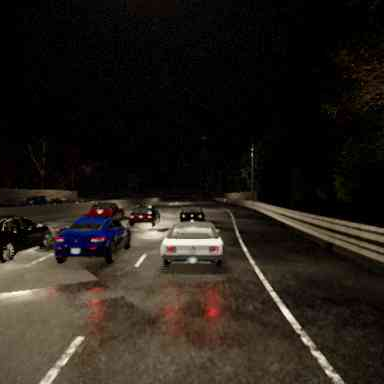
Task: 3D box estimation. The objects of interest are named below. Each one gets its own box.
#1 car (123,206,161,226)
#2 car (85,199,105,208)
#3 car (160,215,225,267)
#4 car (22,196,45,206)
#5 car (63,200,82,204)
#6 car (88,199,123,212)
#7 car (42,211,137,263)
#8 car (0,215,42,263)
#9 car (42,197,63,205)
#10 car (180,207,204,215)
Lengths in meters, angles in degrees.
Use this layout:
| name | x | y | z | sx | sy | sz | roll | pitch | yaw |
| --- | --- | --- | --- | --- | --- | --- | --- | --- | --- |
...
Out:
| name | x | y | z | sx | sy | sz | roll | pitch | yaw |
| --- | --- | --- | --- | --- | --- | --- | --- | --- | --- |
| car | -3.485 | 1.762 | 25.246 | 2.033 | 1.411 | 5.357 | 0 | 0 | 1 |
| car | -17.557 | 2.034 | 60.319 | 2.128 | 1.511 | 4.902 | 0 | -1 | 1 |
| car | 0.035 | 1.699 | 11.798 | 1.895 | 1.301 | 4.718 | 0 | 0 | 0 |
| car | -28.042 | 1.754 | 59.516 | 2.150 | 2.045 | 5.566 | 0 | -1 | 0 |
| car | -21.044 | 2.138 | 60.071 | 1.895 | 1.301 | 4.718 | 0 | -1 | 0 |
| car | -6.968 | 1.583 | 27.320 | 2.097 | 1.767 | 4.553 | 0 | -1 | 0 |
| car | -3.461 | 1.629 | 12.237 | 1.812 | 1.442 | 4.674 | 0 | -1 | 0 |
| car | -6.960 | 1.609 | 12.419 | 1.837 | 1.490 | 4.892 | 0 | 0 | 0 |
| car | -24.547 | 2.039 | 60.005 | 1.837 | 1.490 | 4.892 | 0 | 0 | 1 |
| car | 0.027 | 1.829 | 26.798 | 1.895 | 1.301 | 4.718 | 0 | 0 | 0 |
